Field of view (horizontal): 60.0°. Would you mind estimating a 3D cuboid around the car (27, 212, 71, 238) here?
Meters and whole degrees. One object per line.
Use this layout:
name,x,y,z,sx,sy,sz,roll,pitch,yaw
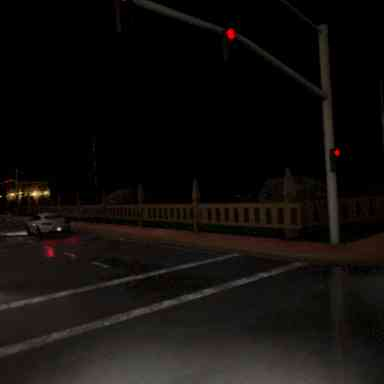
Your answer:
car,-9.431,2.083,21.805,1.812,1.442,4.674,-3,0,-38
